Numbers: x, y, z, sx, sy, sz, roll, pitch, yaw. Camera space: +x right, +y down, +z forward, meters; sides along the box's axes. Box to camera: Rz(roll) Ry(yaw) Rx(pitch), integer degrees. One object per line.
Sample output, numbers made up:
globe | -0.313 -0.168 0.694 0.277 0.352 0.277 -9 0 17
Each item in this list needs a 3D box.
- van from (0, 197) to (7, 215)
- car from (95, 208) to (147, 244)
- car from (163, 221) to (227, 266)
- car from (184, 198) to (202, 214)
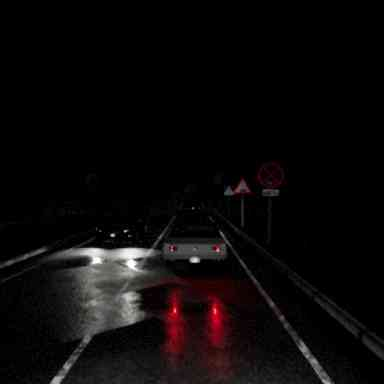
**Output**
van | -22.008 1.497 35.176 4.442 1.987 1.878 0 0 0
car | -3.350 1.579 16.460 1.837 1.490 4.892 0 0 0
car | 0.090 1.666 11.748 1.895 1.301 4.718 0 0 0
car | 0.099 1.384 34.305 2.033 1.411 5.357 0 5 0
